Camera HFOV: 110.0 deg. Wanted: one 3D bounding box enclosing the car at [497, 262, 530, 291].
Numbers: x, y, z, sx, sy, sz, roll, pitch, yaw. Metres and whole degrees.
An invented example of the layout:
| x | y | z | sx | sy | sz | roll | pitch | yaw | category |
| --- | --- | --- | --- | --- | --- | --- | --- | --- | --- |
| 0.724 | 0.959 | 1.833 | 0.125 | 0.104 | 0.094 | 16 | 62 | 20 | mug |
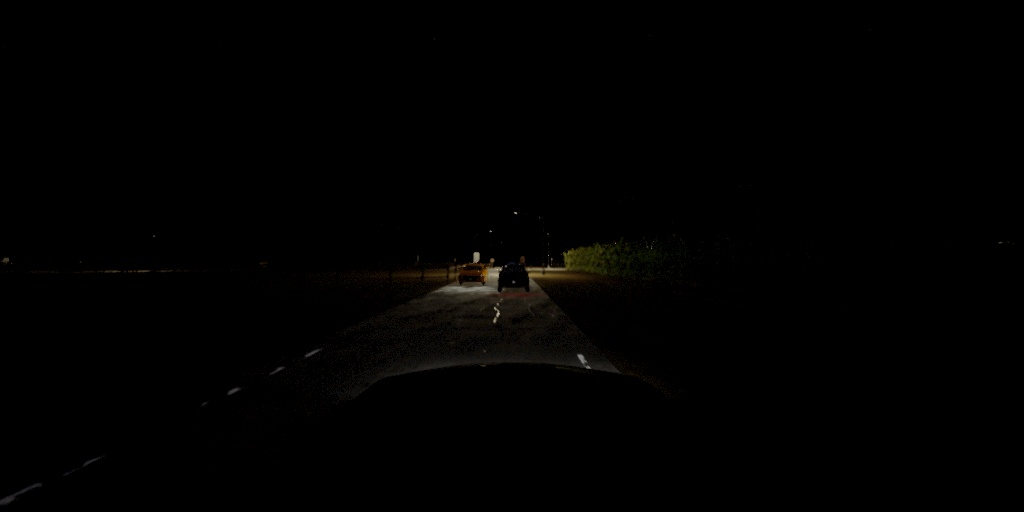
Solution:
| x | y | z | sx | sy | sz | roll | pitch | yaw | category |
| --- | --- | --- | --- | --- | --- | --- | --- | --- | --- |
| 0.096 | 1.311 | 22.772 | 1.882 | 1.535 | 5.008 | 0 | 0 | 0 | car |

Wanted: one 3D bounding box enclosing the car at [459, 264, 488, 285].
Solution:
| x | y | z | sx | sy | sz | roll | pitch | yaw | category |
| --- | --- | --- | --- | --- | --- | --- | --- | --- | --- |
| -2.857 | 1.343 | 27.315 | 1.882 | 1.535 | 5.008 | 0 | 0 | 0 | car |
